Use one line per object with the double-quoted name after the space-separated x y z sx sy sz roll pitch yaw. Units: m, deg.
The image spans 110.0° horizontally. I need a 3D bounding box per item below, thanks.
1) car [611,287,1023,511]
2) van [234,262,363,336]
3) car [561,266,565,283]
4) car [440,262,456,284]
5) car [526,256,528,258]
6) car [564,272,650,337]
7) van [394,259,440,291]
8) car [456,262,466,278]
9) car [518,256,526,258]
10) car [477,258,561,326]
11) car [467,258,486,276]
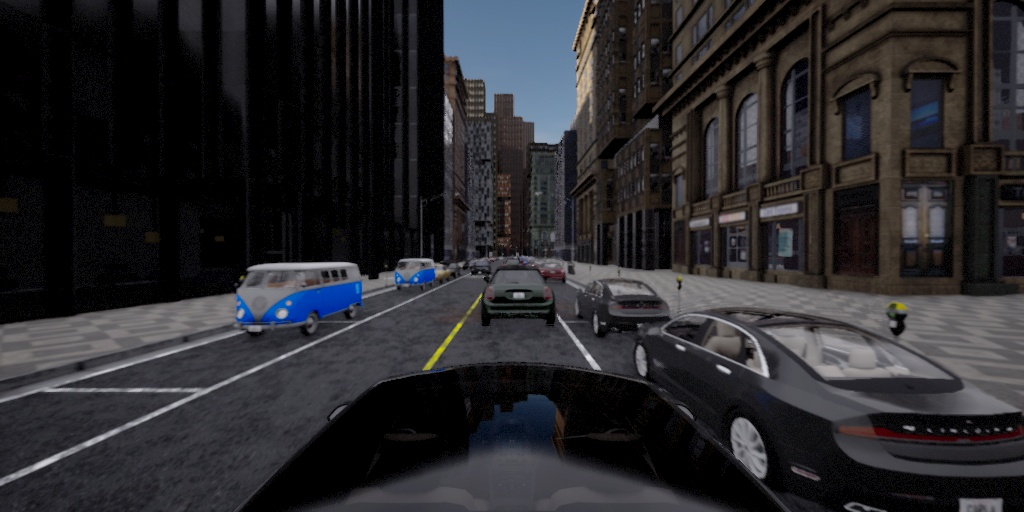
2.857 1.294 4.365 2.007 1.370 4.403 0 0 0 "car"
-5.668 1.072 10.008 1.690 1.789 3.998 0 0 0 "van"
2.858 1.134 26.960 1.967 1.591 4.097 0 0 0 "car"
-5.667 1.220 26.784 1.751 1.417 4.829 0 0 0 "car"
2.859 1.099 43.905 1.967 1.591 4.097 0 0 0 "car"
2.857 1.282 10.015 2.007 1.370 4.403 0 0 0 "car"
-5.667 1.047 21.306 1.690 1.789 3.998 0 0 0 "van"
-5.667 1.248 32.603 1.948 1.339 4.313 0 0 0 "car"
0.101 1.022 38.759 2.097 1.767 4.553 0 0 0 "car"
0.131 1.079 11.800 2.097 1.767 4.553 0 0 -1 "car"
-3.037 1.222 36.830 2.033 1.411 5.357 0 0 1 "car"
